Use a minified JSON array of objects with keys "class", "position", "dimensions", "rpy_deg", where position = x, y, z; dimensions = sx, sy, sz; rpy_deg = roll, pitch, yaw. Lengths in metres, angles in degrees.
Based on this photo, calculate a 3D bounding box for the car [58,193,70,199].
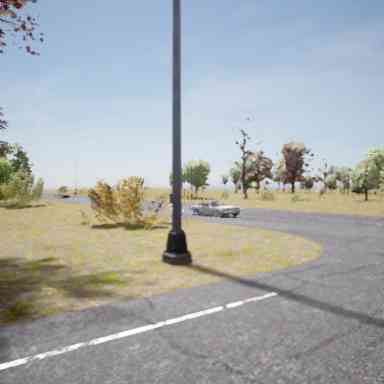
[{"class":"car","position":[-26.753,0.786,69.464],"dimensions":[1.895,1.301,4.718],"rpy_deg":[-1,1,-31]}]

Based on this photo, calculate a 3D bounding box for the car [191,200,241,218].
[{"class":"car","position":[1.975,1.393,28.104],"dimensions":[1.895,1.301,4.718],"rpy_deg":[-1,1,-35]}]
